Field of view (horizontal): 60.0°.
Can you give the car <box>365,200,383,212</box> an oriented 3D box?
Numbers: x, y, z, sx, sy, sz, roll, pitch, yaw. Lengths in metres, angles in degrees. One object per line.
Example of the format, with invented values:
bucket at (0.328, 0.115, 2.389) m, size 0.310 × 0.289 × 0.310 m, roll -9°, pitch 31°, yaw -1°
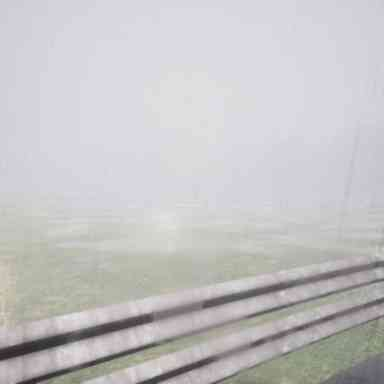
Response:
car at (24.913, 1.795, 42.570) m, size 4.902 × 1.511 × 2.128 m, roll 0°, pitch 0°, yaw 24°
